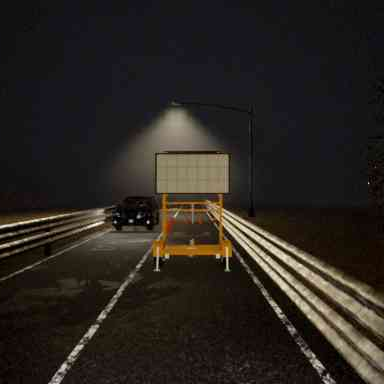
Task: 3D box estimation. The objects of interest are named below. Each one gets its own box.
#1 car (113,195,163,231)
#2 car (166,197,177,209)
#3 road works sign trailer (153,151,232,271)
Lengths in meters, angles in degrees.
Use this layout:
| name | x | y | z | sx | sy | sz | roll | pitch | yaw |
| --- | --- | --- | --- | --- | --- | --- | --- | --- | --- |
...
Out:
| name | x | y | z | sx | sy | sz | roll | pitch | yaw |
| --- | --- | --- | --- | --- | --- | --- | --- | --- | --- |
| car | -3.332 | 1.229 | 20.943 | 2.150 | 2.045 | 5.566 | 0 | 0 | 0 |
| car | -3.208 | 1.496 | 47.007 | 1.882 | 1.535 | 5.008 | 0 | 0 | 0 |
| road works sign trailer | 0.020 | 0.469 | 10.869 | 2.380 | 3.560 | 2.880 | 0 | 0 | 0 |
